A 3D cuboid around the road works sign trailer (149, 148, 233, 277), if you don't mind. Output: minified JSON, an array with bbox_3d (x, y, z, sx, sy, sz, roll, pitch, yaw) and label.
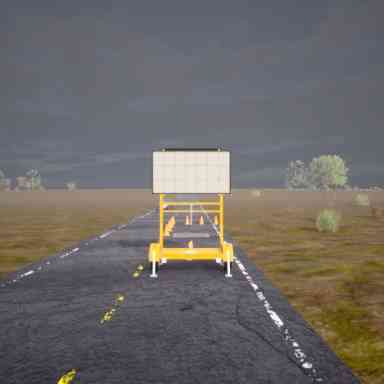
[{"bbox_3d":[-0.021,0.464,10.237,2.380,3.560,2.880,0,0,0],"label":"road works sign trailer"}]

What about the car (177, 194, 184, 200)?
[{"bbox_3d":[-3.181,1.362,90.260,2.097,1.767,4.553,0,0,0],"label":"car"}]

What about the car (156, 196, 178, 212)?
[{"bbox_3d":[-3.181,1.492,39.420,2.128,1.511,4.902,0,0,0],"label":"car"}]
